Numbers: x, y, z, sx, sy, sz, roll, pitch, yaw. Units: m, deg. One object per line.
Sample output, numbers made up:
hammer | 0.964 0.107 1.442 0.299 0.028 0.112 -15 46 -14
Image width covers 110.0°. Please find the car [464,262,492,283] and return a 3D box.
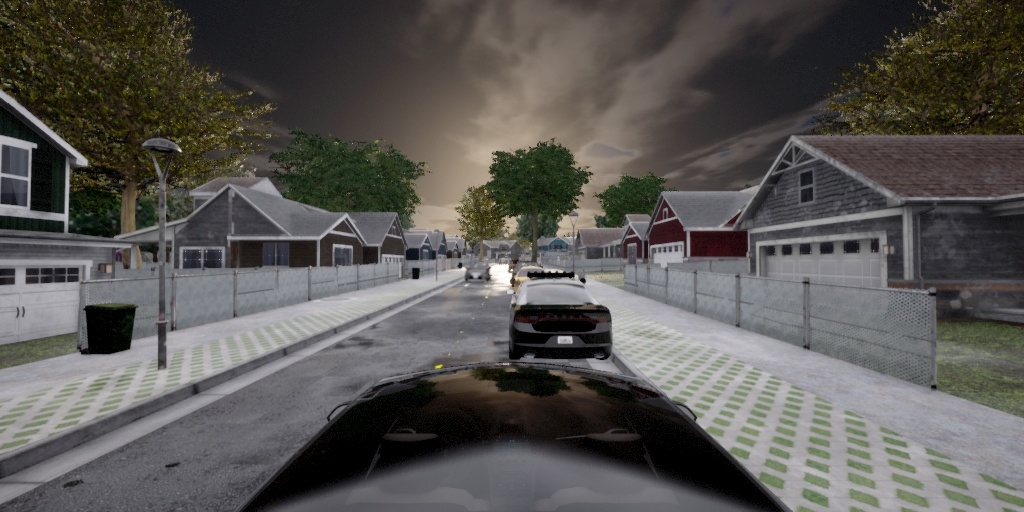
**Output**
car | -2.600 1.234 28.407 2.128 1.511 4.902 0 0 1

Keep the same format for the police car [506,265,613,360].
police car | 0.896 1.175 8.477 1.930 1.638 5.238 0 0 1

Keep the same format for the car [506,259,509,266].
car | 0.463 1.238 47.446 1.837 1.490 4.892 0 0 1

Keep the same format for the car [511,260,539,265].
car | 0.987 1.202 18.559 1.801 1.575 5.366 0 0 1

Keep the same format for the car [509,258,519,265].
car | 1.038 1.095 24.339 2.097 1.767 4.553 0 0 1
